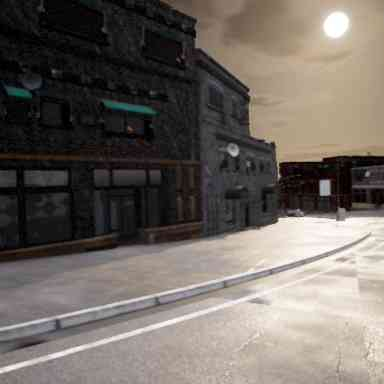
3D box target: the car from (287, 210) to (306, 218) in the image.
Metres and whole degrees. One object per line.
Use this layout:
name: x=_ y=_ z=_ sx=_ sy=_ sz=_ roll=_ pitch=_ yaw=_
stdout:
car: x=19.901 y=4.145 z=63.673 sx=2.128 sy=1.511 sz=4.902 roll=-2 pitch=-3 yaw=-12
